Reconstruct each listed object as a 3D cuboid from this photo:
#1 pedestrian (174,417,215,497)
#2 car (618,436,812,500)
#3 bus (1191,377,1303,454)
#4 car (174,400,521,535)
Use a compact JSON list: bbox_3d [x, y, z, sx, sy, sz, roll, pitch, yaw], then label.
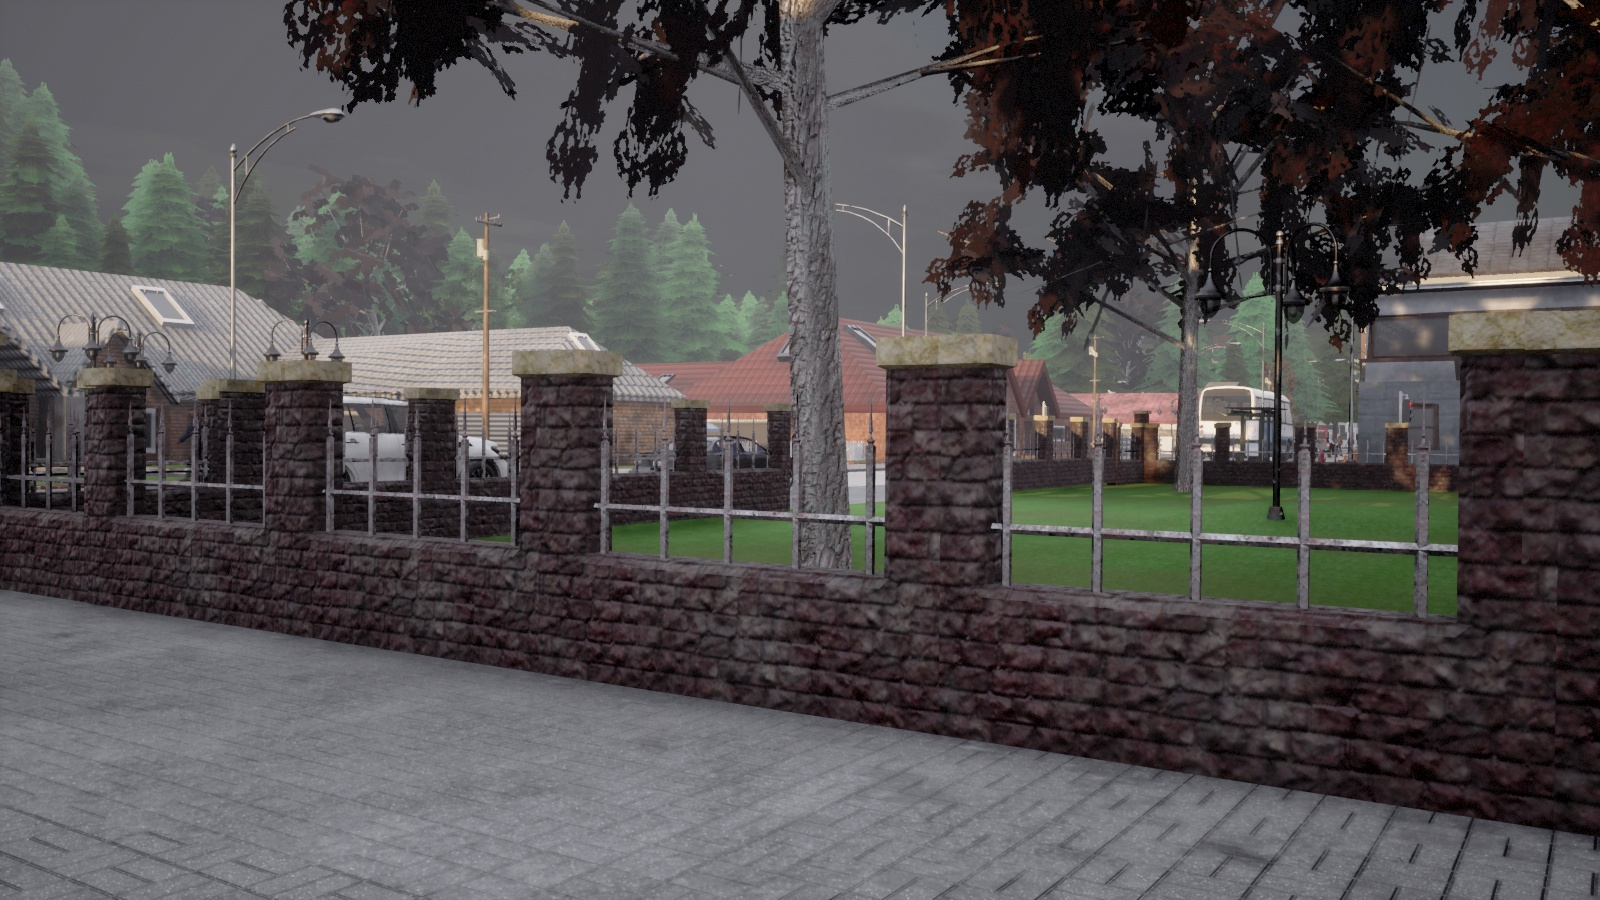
[{"bbox_3d":[-14.116,0.154,29.275,0.402,1.842,0.726,0,1,40],"label":"pedestrian"},{"bbox_3d":[-1.944,0.375,30.879,2.033,1.411,5.357,0,1,31],"label":"car"},{"bbox_3d":[26.818,-1.912,74.943,3.944,4.253,10.273,0,0,33],"label":"bus"},{"bbox_3d":[-7.683,0.219,22.017,2.150,2.045,5.566,0,1,32],"label":"car"}]
